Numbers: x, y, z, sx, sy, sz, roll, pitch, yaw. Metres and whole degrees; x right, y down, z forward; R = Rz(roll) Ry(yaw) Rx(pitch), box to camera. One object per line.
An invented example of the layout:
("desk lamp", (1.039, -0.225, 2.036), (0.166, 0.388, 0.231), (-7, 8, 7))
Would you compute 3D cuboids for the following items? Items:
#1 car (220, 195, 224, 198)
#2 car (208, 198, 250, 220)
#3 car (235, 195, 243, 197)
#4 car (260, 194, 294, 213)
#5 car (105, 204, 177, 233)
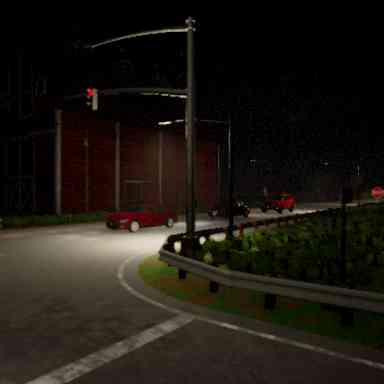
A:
("car", (5.932, 1.501, 78.196), (1.816, 1.474, 4.193), (0, 0, 36))
("car", (3.271, 1.508, 28.639), (2.128, 1.511, 4.902), (0, 0, 37))
("car", (12.498, 1.516, 89.324), (1.784, 1.438, 3.905), (0, 0, 36))
("car", (9.640, 1.239, 37.229), (2.150, 2.045, 5.566), (0, 0, 37))
("car", (-2.948, 1.493, 20.246), (1.882, 1.535, 5.008), (0, 0, 37))
